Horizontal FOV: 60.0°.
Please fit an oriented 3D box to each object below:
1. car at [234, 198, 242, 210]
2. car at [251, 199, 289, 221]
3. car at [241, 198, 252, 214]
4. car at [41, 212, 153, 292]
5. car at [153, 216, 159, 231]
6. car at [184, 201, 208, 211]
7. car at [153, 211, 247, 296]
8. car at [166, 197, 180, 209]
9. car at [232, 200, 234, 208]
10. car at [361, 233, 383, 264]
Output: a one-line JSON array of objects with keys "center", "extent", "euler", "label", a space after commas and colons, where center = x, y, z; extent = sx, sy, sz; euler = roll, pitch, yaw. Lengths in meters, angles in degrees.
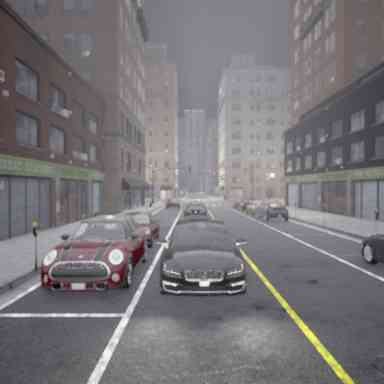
[{"center": [6.157, 1.427, 36.779], "extent": [1.947, 1.339, 4.313], "euler": [-1, 0, 0], "label": "car"}, {"center": [6.171, 1.457, 25.607], "extent": [2.008, 1.369, 4.403], "euler": [-1, 0, 0], "label": "car"}, {"center": [6.163, 1.409, 31.363], "extent": [1.752, 1.417, 4.829], "euler": [-1, 0, 0], "label": "car"}, {"center": [-2.348, 1.410, 8.836], "extent": [1.967, 1.590, 4.097], "euler": [-1, 0, 0], "label": "car"}, {"center": [-2.354, 1.532, 14.423], "extent": [1.802, 1.307, 4.206], "euler": [-1, 0, 0], "label": "car"}, {"center": [0.303, 1.457, 28.993], "extent": [1.994, 1.385, 4.181], "euler": [0, 0, 0], "label": "car"}, {"center": [0.230, 1.474, 8.726], "extent": [1.837, 1.490, 4.892], "euler": [0, 0, 0], "label": "car"}, {"center": [-2.395, 1.387, 42.351], "extent": [1.887, 1.381, 4.507], "euler": [-1, 0, 0], "label": "car"}, {"center": [6.150, 1.421, 42.365], "extent": [1.802, 1.307, 4.206], "euler": [-1, 0, 0], "label": "car"}, {"center": [6.191, 1.518, 8.850], "extent": [2.008, 1.369, 4.403], "euler": [-1, 0, 0], "label": "car"}]
